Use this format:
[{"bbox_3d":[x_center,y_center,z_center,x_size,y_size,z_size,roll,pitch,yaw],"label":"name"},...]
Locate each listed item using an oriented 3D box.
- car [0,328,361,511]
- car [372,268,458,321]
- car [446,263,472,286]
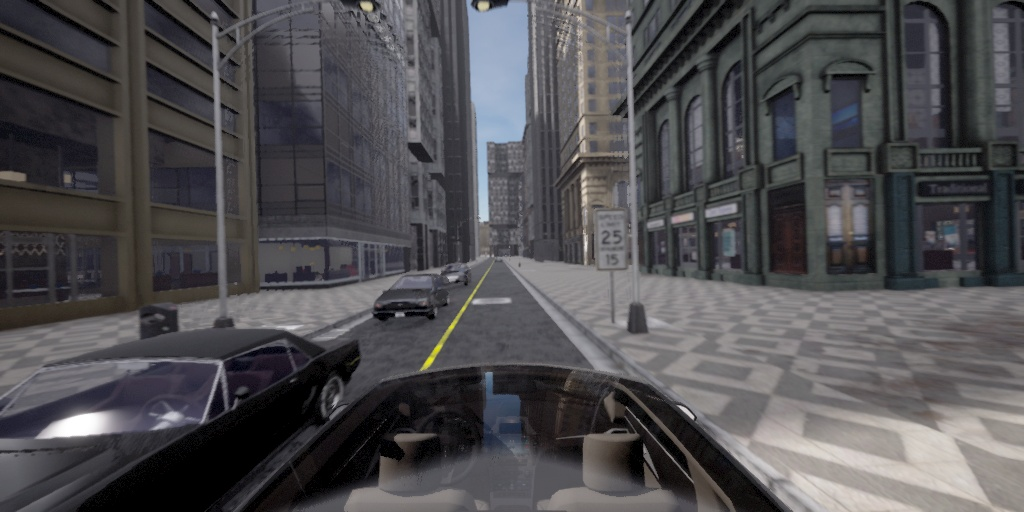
[{"bbox_3d":[-3.043,1.439,3.021,1.895,1.301,4.718,-2,0,-3],"label":"car"},{"bbox_3d":[-3.463,1.383,13.405,2.033,1.411,5.357,-2,0,-2],"label":"car"},{"bbox_3d":[-3.920,1.303,25.674,2.128,1.511,4.902,-2,0,-2],"label":"car"}]
